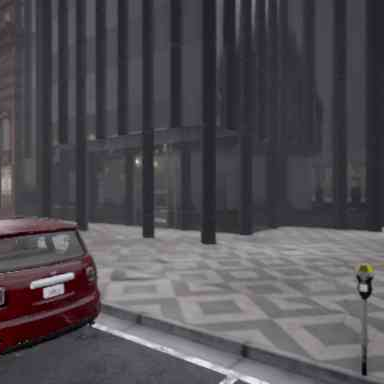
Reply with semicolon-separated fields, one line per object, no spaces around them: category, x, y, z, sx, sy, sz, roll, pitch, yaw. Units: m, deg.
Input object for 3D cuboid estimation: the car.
car;-3.688;1.339;5.589;5.009;1.841;2.192;0;0;35
